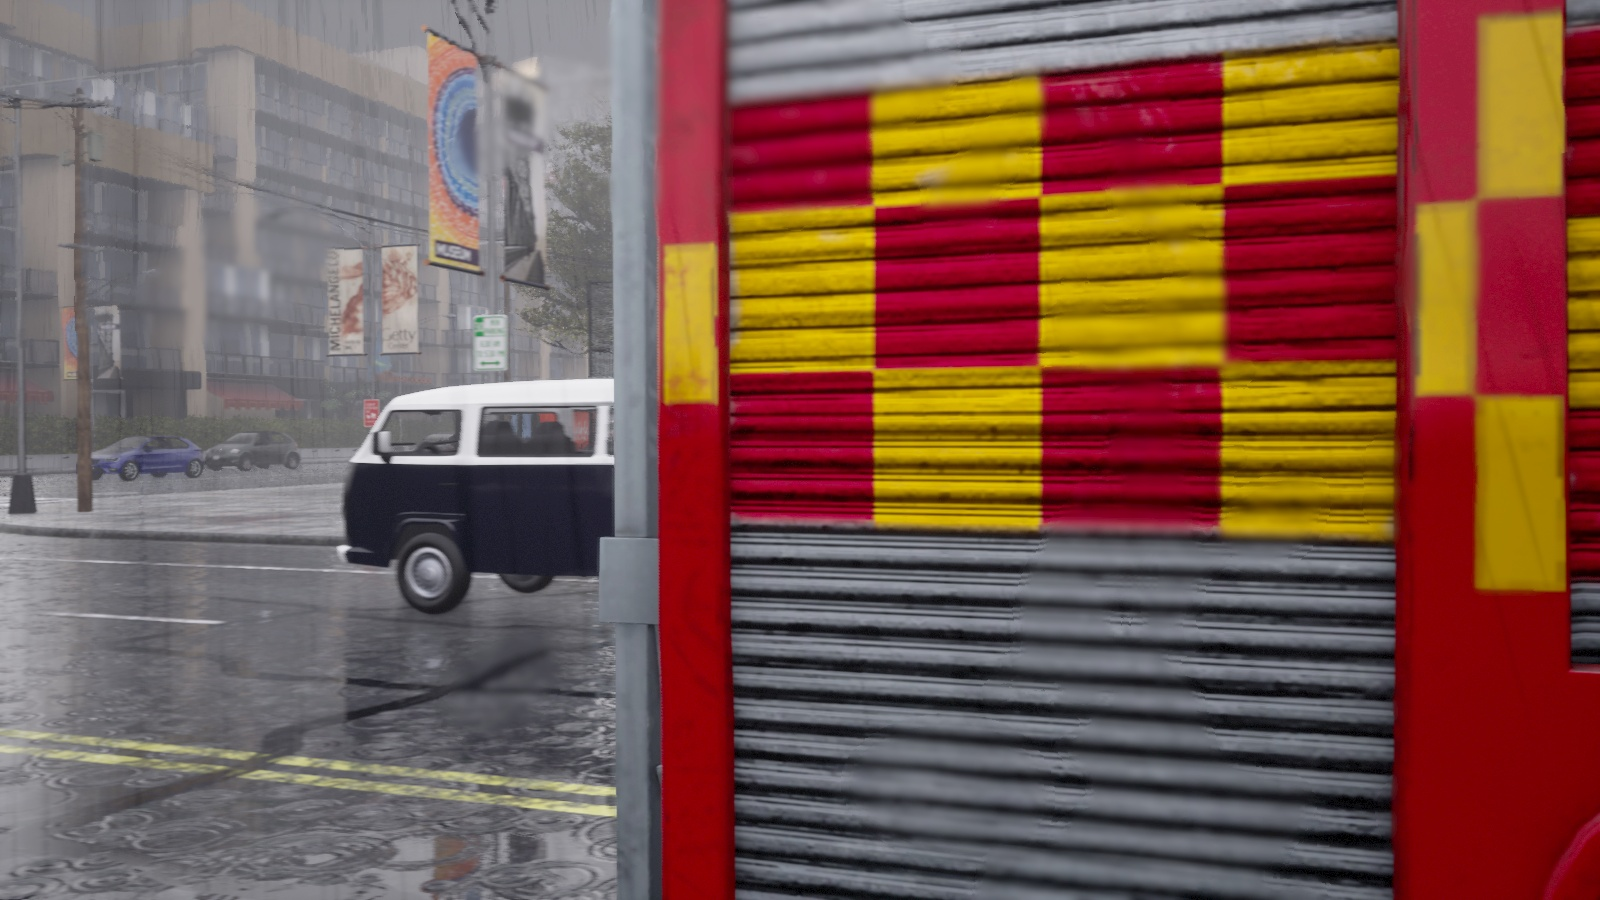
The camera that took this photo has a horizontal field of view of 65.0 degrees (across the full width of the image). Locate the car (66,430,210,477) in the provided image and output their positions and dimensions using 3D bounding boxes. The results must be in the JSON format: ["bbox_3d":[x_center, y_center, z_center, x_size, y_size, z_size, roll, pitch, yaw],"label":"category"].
[{"bbox_3d":[-22.066,0.083,42.057,1.816,1.474,4.193,1,1,18],"label":"car"}]

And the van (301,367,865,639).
[{"bbox_3d":[-1.876,0.365,11.122,4.480,2.038,2.069,1,1,20],"label":"van"}]

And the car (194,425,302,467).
[{"bbox_3d":[-22.614,-0.188,51.605,1.851,1.617,3.988,1,1,18],"label":"car"}]

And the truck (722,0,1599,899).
[{"bbox_3d":[4.372,-0.349,1.705,8.468,3.827,2.891,1,1,19],"label":"truck"}]
